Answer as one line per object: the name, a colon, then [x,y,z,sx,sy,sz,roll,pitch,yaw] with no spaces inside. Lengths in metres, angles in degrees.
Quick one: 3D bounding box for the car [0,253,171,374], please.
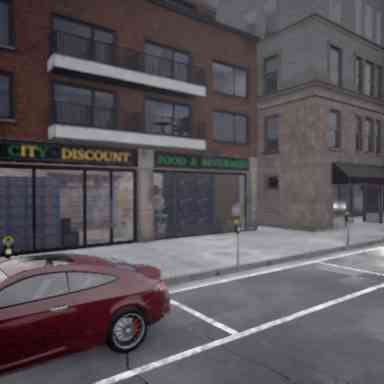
car: [-2.277,1.578,4.564,4.206,1.307,1.802,0,0,-35]
